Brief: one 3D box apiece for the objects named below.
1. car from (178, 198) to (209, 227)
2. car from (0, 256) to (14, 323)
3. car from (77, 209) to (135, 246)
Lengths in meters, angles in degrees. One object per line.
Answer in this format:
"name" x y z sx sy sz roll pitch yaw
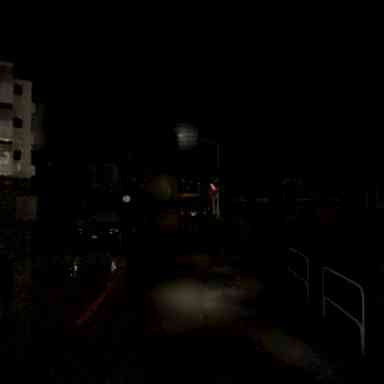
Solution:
"car" 0.096 1.584 24.727 2.097 1.767 4.553 0 -1 0
"car" -4.096 1.531 3.949 2.128 1.511 4.902 0 -1 0
"car" -4.060 1.632 16.374 1.882 1.535 5.008 0 -1 0
